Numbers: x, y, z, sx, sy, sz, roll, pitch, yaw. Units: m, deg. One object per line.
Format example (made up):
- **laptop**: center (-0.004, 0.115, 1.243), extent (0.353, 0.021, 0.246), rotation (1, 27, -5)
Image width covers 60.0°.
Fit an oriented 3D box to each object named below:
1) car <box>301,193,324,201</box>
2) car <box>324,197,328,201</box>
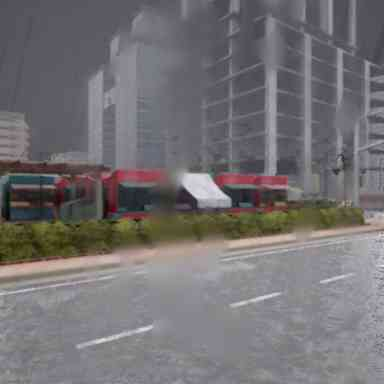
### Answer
- **car**: center (21.252, 1.204, 60.675), extent (1.905, 1.878, 3.866), rotation (0, 0, -36)
- **car**: center (23.644, 1.209, 62.386), extent (1.905, 1.878, 3.866), rotation (0, 0, -36)
